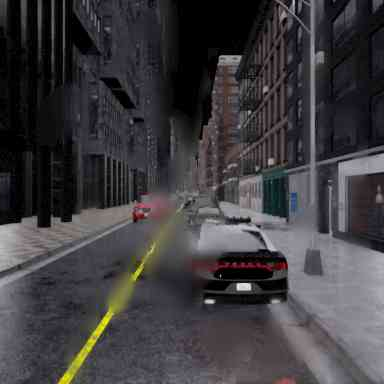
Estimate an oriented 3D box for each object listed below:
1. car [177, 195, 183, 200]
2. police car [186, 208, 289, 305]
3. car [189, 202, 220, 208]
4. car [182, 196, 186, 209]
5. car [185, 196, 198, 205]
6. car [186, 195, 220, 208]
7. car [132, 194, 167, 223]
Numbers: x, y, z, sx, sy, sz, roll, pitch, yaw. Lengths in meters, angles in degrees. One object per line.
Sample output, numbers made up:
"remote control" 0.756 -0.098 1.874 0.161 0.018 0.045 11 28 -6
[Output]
"car" -3.133 1.583 91.756 1.994 1.385 4.181 0 0 0
"police car" 0.887 1.427 8.305 1.930 1.638 5.238 0 0 0
"car" 0.872 1.509 18.196 1.837 1.490 4.892 0 0 0
"car" -0.058 1.517 45.735 1.837 1.490 4.892 0 0 0
"car" -0.089 1.507 60.039 2.128 1.511 4.902 0 0 0
"car" 0.864 1.230 24.226 2.150 2.045 5.566 0 0 0
"car" -3.140 1.227 25.725 2.150 2.045 5.566 0 0 0
